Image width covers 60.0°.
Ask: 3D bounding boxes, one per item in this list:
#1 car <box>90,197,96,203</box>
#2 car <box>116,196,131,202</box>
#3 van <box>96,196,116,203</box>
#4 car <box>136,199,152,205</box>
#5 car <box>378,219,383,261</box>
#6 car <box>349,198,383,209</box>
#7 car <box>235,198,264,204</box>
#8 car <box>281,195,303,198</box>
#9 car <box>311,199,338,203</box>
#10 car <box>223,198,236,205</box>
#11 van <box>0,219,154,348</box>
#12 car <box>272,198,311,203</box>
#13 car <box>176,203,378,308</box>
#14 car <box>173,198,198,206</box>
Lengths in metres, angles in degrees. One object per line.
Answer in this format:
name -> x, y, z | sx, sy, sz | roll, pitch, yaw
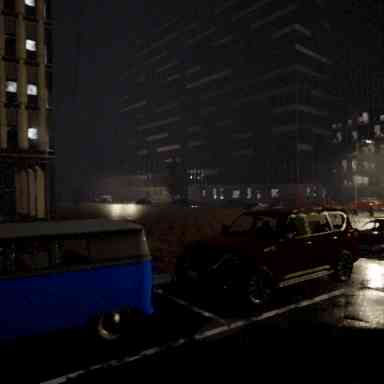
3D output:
car -> -24.430, 2.058, 84.705 | 1.752, 1.417, 4.829 | -2, 1, -41
car -> -18.209, 1.924, 90.321 | 1.947, 1.339, 4.313 | -2, 1, -41
van -> -20.860, 1.844, 80.559 | 1.690, 1.788, 3.998 | -2, 1, -41
car -> -9.801, 1.990, 67.747 | 1.802, 1.307, 4.206 | -2, 1, -41
car -> 6.643, 1.576, 11.314 | 4.206, 1.307, 1.802 | 0, -1, -35
car -> 22.388, 1.445, 43.266 | 1.967, 1.590, 4.097 | -2, 1, -41
car -> 8.618, 1.686, 46.384 | 1.967, 1.590, 4.097 | -2, 1, -41
car -> 15.001, 1.385, 51.817 | 2.192, 1.841, 5.009 | -2, 1, -41
car -> 18.700, 1.619, 47.545 | 1.802, 1.307, 4.206 | -2, 1, -41
car -> 7.627, 1.701, 60.377 | 1.947, 1.339, 4.313 | -2, 1, -41
van -> -2.520, 1.341, 4.783 | 3.998, 1.788, 1.690 | 0, -1, -35
car -> 12.306, 1.779, 42.114 | 1.947, 1.339, 4.313 | -2, 1, -41
car -> 2.059, 1.312, 8.050 | 5.009, 1.841, 2.192 | 0, -1, -35
car -> -1.331, 1.843, 62.036 | 2.033, 1.411, 5.357 | -2, 1, -40
